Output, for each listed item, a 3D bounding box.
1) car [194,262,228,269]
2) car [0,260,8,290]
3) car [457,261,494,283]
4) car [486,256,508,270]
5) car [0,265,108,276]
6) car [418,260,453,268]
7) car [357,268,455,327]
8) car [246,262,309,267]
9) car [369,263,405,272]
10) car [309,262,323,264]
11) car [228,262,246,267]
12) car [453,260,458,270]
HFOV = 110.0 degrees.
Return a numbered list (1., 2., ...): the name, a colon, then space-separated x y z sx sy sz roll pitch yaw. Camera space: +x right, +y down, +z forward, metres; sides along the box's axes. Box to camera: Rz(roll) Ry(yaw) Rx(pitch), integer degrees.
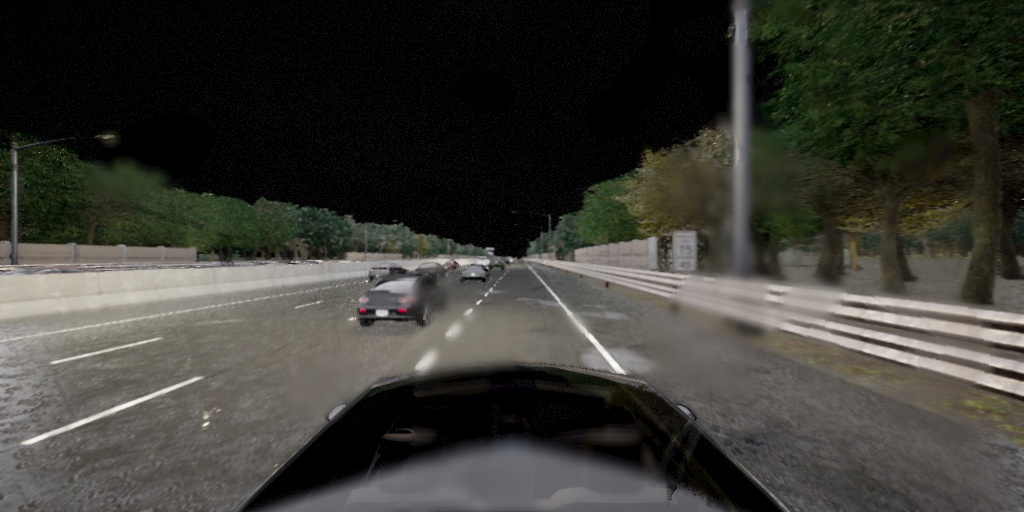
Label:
1. car: -30.670 1.352 37.746 2.033 1.411 5.357 0 0 2
2. car: -31.157 1.134 19.145 2.097 1.767 4.553 0 0 2
3. car: -2.841 1.341 28.646 1.994 1.385 4.181 0 0 1
4. car: -2.221 1.063 54.533 2.150 2.045 5.566 0 0 1
5. car: -20.753 1.265 15.600 2.128 1.511 4.902 0 0 1
6. car: -6.339 1.256 28.746 1.882 1.535 5.008 0 0 1
7. car: -3.253 1.286 11.415 1.812 1.442 4.674 0 0 1
8. car: -20.363 1.294 31.432 1.837 1.490 4.892 0 0 2
9. car: -9.839 1.272 28.822 2.128 1.511 4.902 0 0 1
10. car: -23.532 1.358 42.015 2.033 1.411 5.357 0 0 2
11. car: -27.173 1.368 37.975 1.994 1.385 4.181 0 0 2
12. car: -9.219 1.372 54.684 1.812 1.442 4.674 0 0 1
